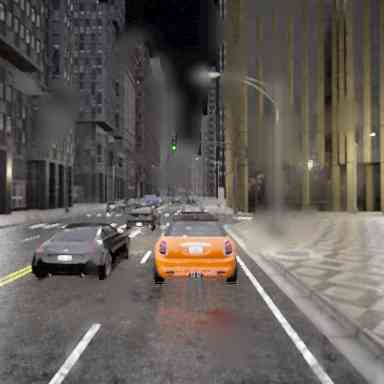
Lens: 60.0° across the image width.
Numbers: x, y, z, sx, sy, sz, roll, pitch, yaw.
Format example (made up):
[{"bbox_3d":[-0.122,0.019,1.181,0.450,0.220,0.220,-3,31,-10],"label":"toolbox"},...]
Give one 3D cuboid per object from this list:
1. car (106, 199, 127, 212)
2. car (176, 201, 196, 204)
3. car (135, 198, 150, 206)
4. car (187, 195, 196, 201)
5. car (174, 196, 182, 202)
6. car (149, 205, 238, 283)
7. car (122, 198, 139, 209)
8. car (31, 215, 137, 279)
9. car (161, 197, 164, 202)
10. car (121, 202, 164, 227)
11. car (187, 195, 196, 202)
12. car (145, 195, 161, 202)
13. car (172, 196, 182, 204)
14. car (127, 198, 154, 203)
[{"bbox_3d":[-9.926,1.760,43.758,2.128,1.511,4.902,0,0,-1],"label":"car"},{"bbox_3d":[0.042,1.647,22.572,2.128,1.511,4.902,0,0,0],"label":"car"},{"bbox_3d":[-9.870,1.913,66.644,2.033,1.411,5.357,0,0,0],"label":"car"},{"bbox_3d":[-0.118,1.911,73.608,1.812,1.442,4.674,0,0,0],"label":"car"},{"bbox_3d":[-3.384,1.770,83.608,1.837,1.490,4.892,0,0,0],"label":"car"},{"bbox_3d":[0.088,1.425,10.057,2.097,1.767,4.553,0,-1,0],"label":"car"},{"bbox_3d":[-9.927,1.816,53.880,1.837,1.490,4.892,0,0,0],"label":"car"},{"bbox_3d":[-3.168,1.639,10.327,1.994,1.385,4.181,0,-1,0],"label":"car"},{"bbox_3d":[-6.649,1.707,64.006,2.097,1.767,4.553,0,0,0],"label":"car"},{"bbox_3d":[-3.187,1.661,22.441,1.837,1.490,4.892,0,0,0],"label":"car"},{"bbox_3d":[-0.134,1.625,83.584,2.097,1.767,4.553,0,0,0],"label":"car"},{"bbox_3d":[-6.694,1.533,53.684,2.150,2.045,5.566,0,0,0],"label":"car"},{"bbox_3d":[-3.368,1.742,73.573,2.097,1.767,4.553,0,0,0],"label":"car"},{"bbox_3d":[-6.669,1.814,43.456,2.033,1.411,5.357,0,0,0],"label":"car"}]
